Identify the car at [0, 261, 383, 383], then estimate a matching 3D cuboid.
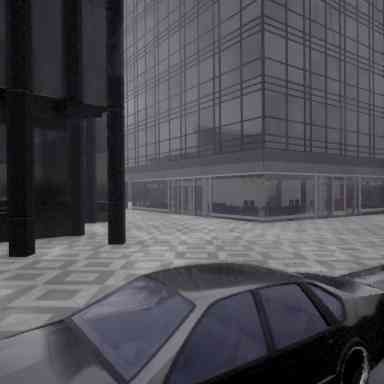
[{"bbox_3d":[0.125,1.547,3.464,5.357,1.411,2.033,0,0,-35],"label":"car"}]
